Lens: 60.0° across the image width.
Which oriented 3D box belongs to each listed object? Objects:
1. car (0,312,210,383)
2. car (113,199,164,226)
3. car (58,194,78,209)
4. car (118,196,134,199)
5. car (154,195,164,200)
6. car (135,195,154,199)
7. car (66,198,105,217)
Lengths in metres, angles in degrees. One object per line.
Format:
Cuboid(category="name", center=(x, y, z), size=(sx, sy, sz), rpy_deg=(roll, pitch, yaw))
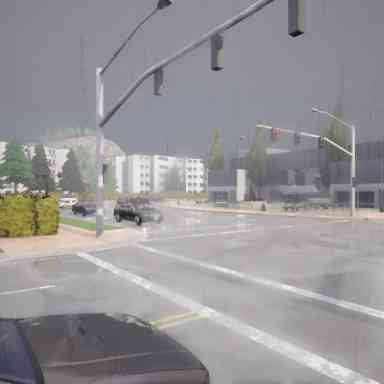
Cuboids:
Cuboid(category="car", center=(-2.380, 1.547, 2.067), size=(5.357, 1.411, 2.033), rpy_deg=(0, 0, -35))
Cuboid(category="car", center=(-3.903, 1.492, 23.810), size=(2.128, 1.511, 4.902), rpy_deg=(0, 0, -39))
Cuboid(category="car", center=(-16.815, 1.224, 45.263), size=(2.150, 2.045, 5.566), rpy_deg=(0, 0, -18))
Cuboid(category="car", center=(-12.079, 1.492, 58.840), size=(2.128, 1.511, 4.902), rpy_deg=(0, 0, -4))
Cuboid(category="car", center=(-7.556, 1.354, 70.921), size=(2.097, 1.767, 4.553), rpy_deg=(0, 0, 17))
Cuboid(category="car", center=(-8.650, 1.505, 61.156), size=(1.837, 1.490, 4.892), rpy_deg=(0, 0, -1))
Cuboid(category="car", center=(-10.163, 1.547, 32.202), size=(2.033, 1.411, 5.357), rpy_deg=(0, 0, -35))
